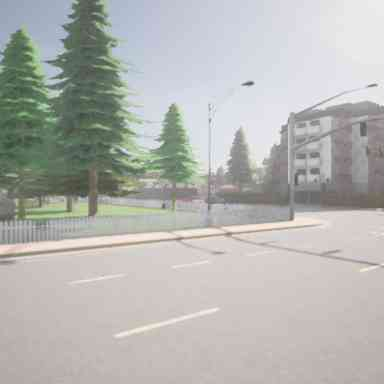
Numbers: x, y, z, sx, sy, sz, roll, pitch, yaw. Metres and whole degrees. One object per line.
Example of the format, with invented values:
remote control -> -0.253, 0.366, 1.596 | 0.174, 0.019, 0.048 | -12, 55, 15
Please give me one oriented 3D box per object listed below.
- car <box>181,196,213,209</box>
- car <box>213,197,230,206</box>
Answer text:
car -> 0.345, 1.323, 45.055 | 2.097, 1.767, 4.553 | 0, 0, -34
car -> 3.425, 1.471, 46.743 | 1.837, 1.490, 4.892 | 0, 0, -34
